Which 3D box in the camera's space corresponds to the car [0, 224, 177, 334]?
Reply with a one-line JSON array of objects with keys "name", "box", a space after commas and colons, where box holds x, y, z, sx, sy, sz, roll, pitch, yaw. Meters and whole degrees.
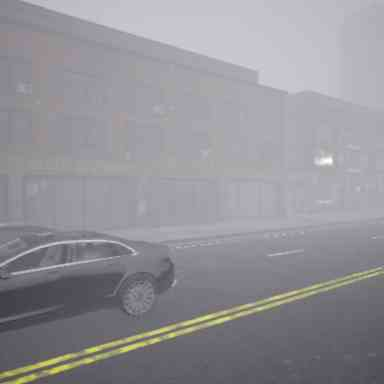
[{"name": "car", "box": [-2.593, 1.485, 5.826, 4.902, 1.511, 2.128, 0, 0, -35]}]

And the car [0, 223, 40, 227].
[{"name": "car", "box": [-4.864, 1.522, 8.201, 4.674, 1.442, 1.812, 0, 0, -35]}]
